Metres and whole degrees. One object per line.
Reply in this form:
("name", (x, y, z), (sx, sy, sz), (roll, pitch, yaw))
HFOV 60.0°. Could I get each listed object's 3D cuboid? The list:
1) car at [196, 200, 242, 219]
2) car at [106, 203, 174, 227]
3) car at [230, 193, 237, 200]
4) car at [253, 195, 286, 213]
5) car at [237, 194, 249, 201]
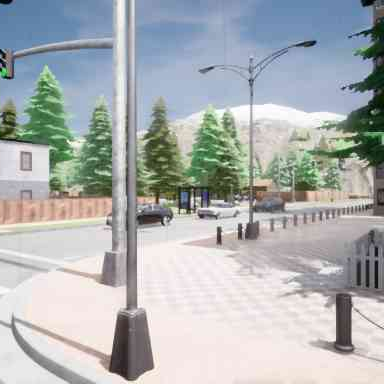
("car", (2.399, 1.586, 28.628), (1.895, 1.301, 4.718), (0, 0, 37))
("car", (-3.223, 1.476, 21.240), (2.128, 1.511, 4.902), (0, 0, 37))
("car", (10.737, 1.146, 79.124), (1.905, 1.878, 3.866), (0, 0, 36))
("car", (8.594, 1.337, 36.734), (2.097, 1.767, 4.553), (0, 0, 38))
("car", (13.001, 1.144, 77.963), (1.932, 1.855, 4.605), (0, 0, 36))
